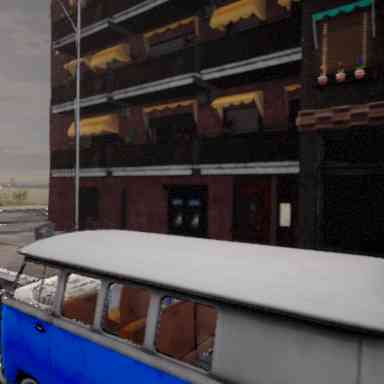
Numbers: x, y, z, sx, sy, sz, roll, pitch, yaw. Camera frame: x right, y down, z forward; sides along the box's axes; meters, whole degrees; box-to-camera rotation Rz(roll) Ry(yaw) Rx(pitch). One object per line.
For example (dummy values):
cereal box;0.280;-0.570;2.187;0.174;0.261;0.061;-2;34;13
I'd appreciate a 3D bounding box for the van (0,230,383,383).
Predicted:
van;-0.118;1.332;2.942;3.998;1.788;1.690;0;1;36
